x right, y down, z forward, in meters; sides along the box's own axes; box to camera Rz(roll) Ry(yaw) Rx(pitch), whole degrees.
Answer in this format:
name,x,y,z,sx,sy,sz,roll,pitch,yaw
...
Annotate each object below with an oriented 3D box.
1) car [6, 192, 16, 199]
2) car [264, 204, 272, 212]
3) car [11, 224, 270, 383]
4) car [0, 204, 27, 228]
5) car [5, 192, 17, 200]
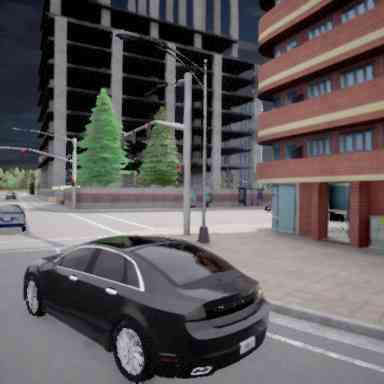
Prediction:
name,x,y,z,sx,sy,sz,roll,pitch,yaw
car,-41.654,0.737,76.663,2.033,1.411,5.357,0,0,-28
car,10.099,1.621,37.121,4.181,1.385,1.994,0,0,-28
car,-1.113,1.481,5.500,4.892,1.490,1.837,1,1,43
car,-10.597,1.414,19.105,2.033,1.411,5.357,0,0,-29
car,-36.796,0.958,67.614,1.812,1.442,4.674,0,0,-28
